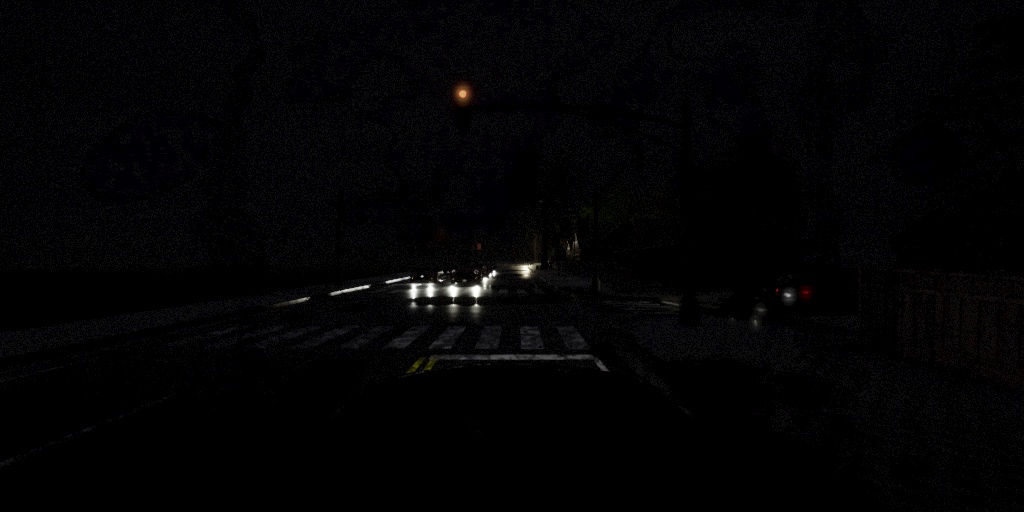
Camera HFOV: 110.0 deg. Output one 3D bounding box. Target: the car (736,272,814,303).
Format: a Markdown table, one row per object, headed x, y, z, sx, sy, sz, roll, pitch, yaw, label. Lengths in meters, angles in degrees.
| x | y | z | sx | sy | sz | roll | pitch | yaw | label |
| --- | --- | --- | --- | --- | --- | --- | --- | --- | --- |
| 13.065 | 1.506 | 16.531 | 5.008 | 1.535 | 1.882 | 1 | -2 | -2 | car |

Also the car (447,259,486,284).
| x | y | z | sx | sy | sz | roll | pitch | yaw | label |
| --- | --- | --- | --- | --- | --- | --- | --- | --- | --- |
| -3.306 | 1.106 | 26.833 | 2.097 | 1.767 | 4.553 | 0 | 0 | -1 | car |

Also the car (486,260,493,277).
| x | y | z | sx | sy | sz | roll | pitch | yaw | label |
| --- | --- | --- | --- | --- | --- | --- | --- | --- | --- |
| -3.344 | 1.103 | 35.662 | 2.097 | 1.767 | 4.553 | 0 | 0 | 0 | car |

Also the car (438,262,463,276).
| x | y | z | sx | sy | sz | roll | pitch | yaw | label |
| --- | --- | --- | --- | --- | --- | --- | --- | --- | --- |
| -6.595 | 1.351 | 39.149 | 1.895 | 1.301 | 4.718 | 0 | 0 | 0 | car |

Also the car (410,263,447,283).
| x | y | z | sx | sy | sz | roll | pitch | yaw | label |
| --- | --- | --- | --- | --- | --- | --- | --- | --- | --- |
| -6.598 | 1.317 | 28.293 | 1.994 | 1.385 | 4.181 | 0 | 0 | 0 | car |

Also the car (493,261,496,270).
| x | y | z | sx | sy | sz | roll | pitch | yaw | label |
| --- | --- | --- | --- | --- | --- | --- | --- | --- | --- |
| -3.336 | 1.276 | 44.622 | 1.812 | 1.442 | 4.674 | 0 | 0 | 0 | car |

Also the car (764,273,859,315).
| x | y | z | sx | sy | sz | roll | pitch | yaw | label |
| --- | --- | --- | --- | --- | --- | --- | --- | --- | --- |
| 12.479 | 1.497 | 13.656 | 4.181 | 1.385 | 1.994 | 1 | -2 | -2 | car |

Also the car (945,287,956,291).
| x | y | z | sx | sy | sz | roll | pitch | yaw | label |
| --- | --- | --- | --- | --- | --- | --- | --- | --- | --- |
| 22.953 | 1.737 | 16.900 | 5.357 | 1.411 | 2.033 | 1 | -2 | -3 | car |
